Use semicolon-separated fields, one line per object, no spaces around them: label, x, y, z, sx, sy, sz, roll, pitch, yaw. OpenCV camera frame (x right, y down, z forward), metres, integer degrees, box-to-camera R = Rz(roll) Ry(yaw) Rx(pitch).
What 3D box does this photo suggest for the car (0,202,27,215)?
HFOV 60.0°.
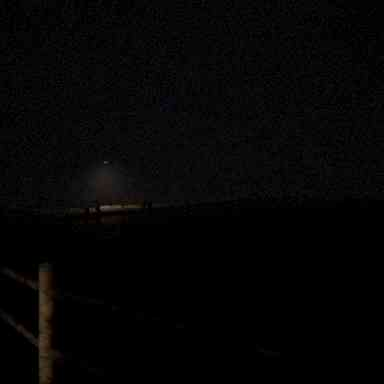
car;-19.244;1.749;34.607;2.033;1.411;5.357;0;0;-3
